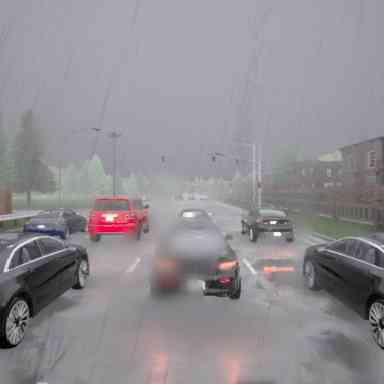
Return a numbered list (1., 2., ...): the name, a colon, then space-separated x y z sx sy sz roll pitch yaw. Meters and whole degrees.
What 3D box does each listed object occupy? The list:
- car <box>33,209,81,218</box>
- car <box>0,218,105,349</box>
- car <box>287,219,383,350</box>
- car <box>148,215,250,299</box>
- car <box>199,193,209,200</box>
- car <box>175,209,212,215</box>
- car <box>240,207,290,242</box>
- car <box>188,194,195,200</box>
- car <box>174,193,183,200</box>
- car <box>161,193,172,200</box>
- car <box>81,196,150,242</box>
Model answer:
1. car: -6.936 1.564 17.315 1.994 1.385 4.181 0 0 0
2. car: -3.417 1.492 6.231 2.128 1.511 4.902 0 0 0
3. car: 3.585 1.492 6.132 2.128 1.511 4.902 0 0 0
4. car: 0.085 1.526 8.315 1.812 1.442 4.674 0 0 0
5. car: 3.378 1.217 89.825 2.150 2.045 5.566 0 0 0
6. car: 0.062 1.564 17.063 1.994 1.385 4.181 0 0 0
7. car: 3.561 1.505 16.273 1.837 1.490 4.892 0 0 0
8. car: -0.122 1.531 89.790 2.033 1.411 5.357 0 0 0
9. car: -3.622 1.217 89.815 2.150 2.045 5.566 0 0 0
10. car: -7.122 1.217 89.810 2.150 2.045 5.566 0 0 0
11. car: -3.435 1.221 16.541 2.150 2.045 5.566 0 0 0
